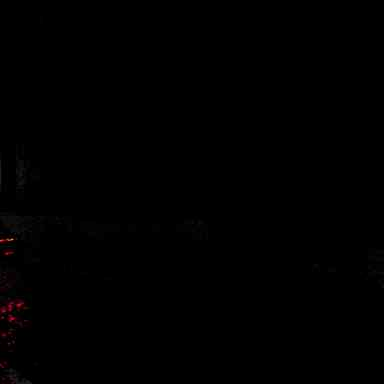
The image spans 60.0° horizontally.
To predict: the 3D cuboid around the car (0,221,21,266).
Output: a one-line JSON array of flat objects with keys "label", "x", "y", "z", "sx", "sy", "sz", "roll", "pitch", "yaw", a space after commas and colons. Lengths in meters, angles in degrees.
[{"label": "car", "x": -7.152, "y": 1.512, "z": 10.398, "sx": 4.892, "sy": 1.490, "sz": 1.837, "roll": 0, "pitch": 0, "yaw": 39}]
